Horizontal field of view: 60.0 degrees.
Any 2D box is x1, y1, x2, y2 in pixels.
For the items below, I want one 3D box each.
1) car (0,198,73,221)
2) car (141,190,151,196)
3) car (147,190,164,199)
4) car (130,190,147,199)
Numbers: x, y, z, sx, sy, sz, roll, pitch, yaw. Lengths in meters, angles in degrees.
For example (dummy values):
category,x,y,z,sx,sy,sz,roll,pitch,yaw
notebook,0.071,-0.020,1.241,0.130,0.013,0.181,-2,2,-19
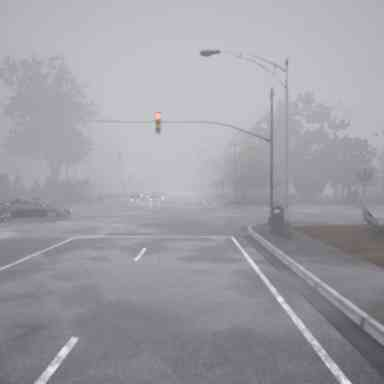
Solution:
category,x,y,z,sx,sy,sz,roll,pitch,yaw
car,-10.676,1.154,22.562,4.902,1.511,2.128,0,1,-3
car,-10.789,0.221,77.942,1.812,1.442,4.674,0,1,-3
car,-6.880,0.518,62.817,1.837,1.490,4.892,0,1,0
car,-10.376,0.565,62.610,2.033,1.411,5.357,0,1,0
